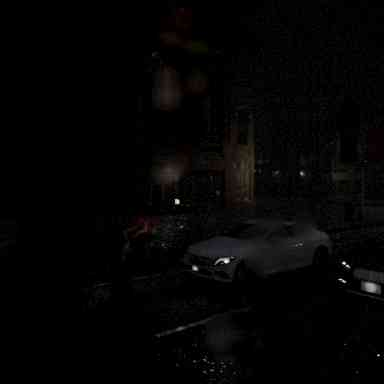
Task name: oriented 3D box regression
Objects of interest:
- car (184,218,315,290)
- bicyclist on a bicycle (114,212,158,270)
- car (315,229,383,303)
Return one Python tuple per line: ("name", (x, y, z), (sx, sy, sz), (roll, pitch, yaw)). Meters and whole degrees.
("car", (1.968, 1.482, 9.083), (4.674, 1.442, 1.812), (0, 0, -35))
("bicyclist on a bicycle", (-1.605, 1.410, 9.735), (1.509, 1.612, 0.866), (-1, 0, -41))
("car", (5.198, 1.438, 7.390), (4.902, 1.511, 2.128), (0, 0, -35))
